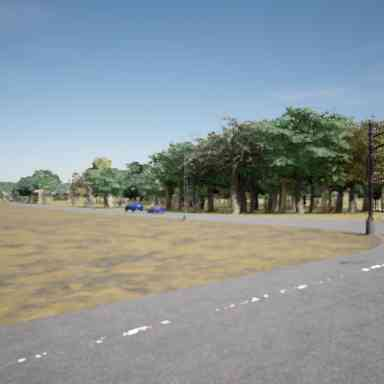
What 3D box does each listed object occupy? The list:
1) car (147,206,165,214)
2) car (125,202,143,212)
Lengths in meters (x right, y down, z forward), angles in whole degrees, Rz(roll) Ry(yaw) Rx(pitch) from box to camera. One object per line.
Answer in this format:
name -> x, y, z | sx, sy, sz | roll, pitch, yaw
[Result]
car -> -6.588, 3.241, 60.899 | 1.812, 1.442, 4.674 | 1, -2, -33
car -> -12.085, 3.064, 69.309 | 2.150, 2.045, 5.566 | 1, -2, -33
